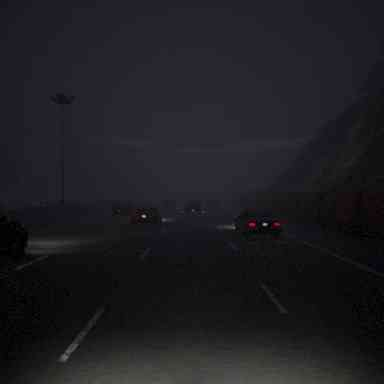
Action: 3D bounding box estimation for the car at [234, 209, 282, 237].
[{"bbox_3d":[3.577,1.657,18.746,2.033,1.411,5.357,0,0,0],"label":"car"}]

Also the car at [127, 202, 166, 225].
[{"bbox_3d":[-3.388,1.707,25.442,1.994,1.385,4.181,0,0,0],"label":"car"}]

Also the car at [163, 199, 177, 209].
[{"bbox_3d":[-3.371,1.776,50.285,2.128,1.511,4.902,0,0,0],"label":"car"}]

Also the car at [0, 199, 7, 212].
[{"bbox_3d":[-24.547,1.690,39.849,1.882,1.535,5.008,0,0,0],"label":"car"}]

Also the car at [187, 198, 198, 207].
[{"bbox_3d":[0.136,1.846,59.993,1.837,1.490,4.892,0,0,0],"label":"car"}]

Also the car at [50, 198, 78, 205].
[{"bbox_3d":[-17.515,1.748,46.773,2.128,1.511,4.902,0,0,1],"label":"car"}]

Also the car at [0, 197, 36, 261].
[{"bbox_3d":[-6.920,1.271,9.488,2.150,2.045,5.566,0,0,0],"label":"car"}]

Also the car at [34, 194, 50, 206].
[{"bbox_3d":[-27.967,1.473,61.304,2.150,2.045,5.566,0,0,0],"label":"car"}]

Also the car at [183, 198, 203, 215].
[{"bbox_3d":[0.121,1.720,37.708,1.837,1.490,4.892,0,0,0],"label":"car"}]

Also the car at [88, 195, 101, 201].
[{"bbox_3d":[-20.831,1.509,71.450,1.837,1.490,4.892,0,0,3],"label":"car"}]

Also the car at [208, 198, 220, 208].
[{"bbox_3d":[3.632,1.828,56.362,1.837,1.490,4.892,0,0,0],"label":"car"}]

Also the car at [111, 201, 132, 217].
[{"bbox_3d":[-6.884,1.668,34.075,1.882,1.535,5.008,0,-1,0],"label":"car"}]
